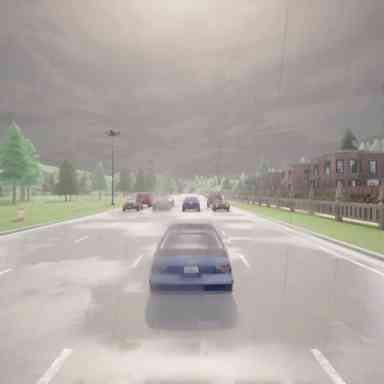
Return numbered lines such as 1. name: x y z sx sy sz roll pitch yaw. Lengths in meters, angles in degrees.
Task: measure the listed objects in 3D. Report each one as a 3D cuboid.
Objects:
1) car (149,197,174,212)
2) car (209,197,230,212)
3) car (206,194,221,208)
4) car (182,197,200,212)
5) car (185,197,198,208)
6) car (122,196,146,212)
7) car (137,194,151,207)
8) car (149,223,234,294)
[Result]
1. car: -3.591 1.589 39.956 1.994 1.385 4.181 0 0 0
2. car: 3.409 1.626 40.002 1.895 1.301 4.718 0 0 0
3. car: 3.387 1.252 50.005 2.150 2.045 5.566 0 0 0
4. car: -0.090 1.377 39.934 2.097 1.767 4.553 0 0 0
5. car: -0.113 1.536 49.967 1.837 1.490 4.892 0 0 0
6. car: -7.091 1.550 39.948 1.812 1.442 4.674 0 0 0
7. car: -7.113 1.252 49.981 2.150 2.045 5.566 0 0 0
8. car: -0.020 1.553 8.934 2.033 1.411 5.357 0 0 0
